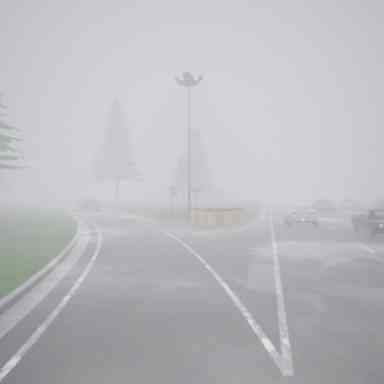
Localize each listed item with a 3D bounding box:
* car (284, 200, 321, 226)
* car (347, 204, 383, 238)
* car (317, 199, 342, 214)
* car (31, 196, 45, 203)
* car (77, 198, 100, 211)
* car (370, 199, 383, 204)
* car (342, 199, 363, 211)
[{"bbox_3d":[7.241,1.453,22.422,1.812,1.442,4.674,0,0,13],"label":"car"},{"bbox_3d":[9.599,1.530,16.953,1.895,1.301,4.718,0,0,13],"label":"car"},{"bbox_3d":[13.558,1.427,34.349,2.033,1.411,5.357,0,0,13],"label":"car"},{"bbox_3d":[-30.690,1.543,66.354,1.994,1.385,4.181,0,0,-37],"label":"car"},{"bbox_3d":[-12.317,1.462,39.450,2.128,1.511,4.902,0,0,-28],"label":"car"},{"bbox_3d":[21.268,1.446,36.670,1.895,1.301,4.718,0,0,13],"label":"car"},{"bbox_3d":[17.853,1.458,37.445,1.895,1.301,4.718,0,0,13],"label":"car"}]
